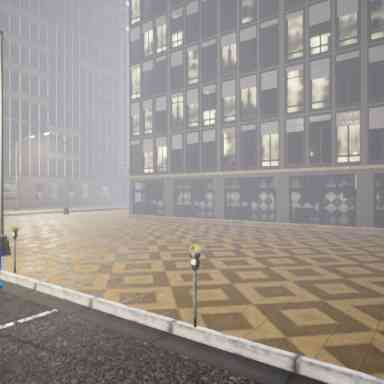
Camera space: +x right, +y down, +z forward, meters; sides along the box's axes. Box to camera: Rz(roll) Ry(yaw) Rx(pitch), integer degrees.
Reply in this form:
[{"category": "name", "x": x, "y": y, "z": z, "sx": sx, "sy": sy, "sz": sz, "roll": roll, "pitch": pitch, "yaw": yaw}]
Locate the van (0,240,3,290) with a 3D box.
[{"category": "van", "x": -5.636, "y": 1.336, "z": 7.008, "sx": 3.998, "sy": 1.788, "sz": 1.690, "roll": 0, "pitch": 0, "yaw": 36}]
